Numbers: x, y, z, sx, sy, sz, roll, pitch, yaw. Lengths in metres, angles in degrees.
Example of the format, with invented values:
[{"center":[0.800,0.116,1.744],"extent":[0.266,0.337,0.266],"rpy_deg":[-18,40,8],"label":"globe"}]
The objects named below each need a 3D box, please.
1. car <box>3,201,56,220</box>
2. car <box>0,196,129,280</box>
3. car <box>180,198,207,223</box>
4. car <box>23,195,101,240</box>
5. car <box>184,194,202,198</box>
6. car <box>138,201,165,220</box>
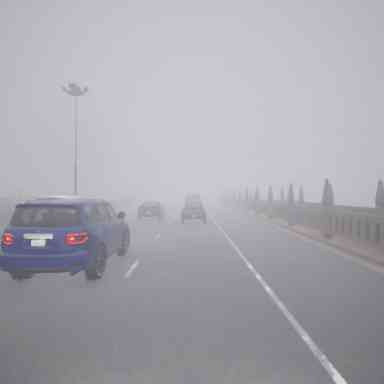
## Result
[{"center":[-14.063,1.551,29.260],"extent":[2.033,1.411,5.357],"rpy_deg":[0,0,0],"label":"car"},{"center":[-3.394,1.216,10.016],"extent":[2.150,2.045,5.566],"rpy_deg":[0,0,0],"label":"car"},{"center":[0.115,1.489,25.457],"extent":[2.128,1.511,4.902],"rpy_deg":[0,0,0],"label":"car"},{"center":[-6.890,1.216,18.448],"extent":[2.150,2.045,5.566],"rpy_deg":[0,0,0],"label":"car"},{"center":[0.125,1.246,42.751],"extent":[2.150,2.045,5.566],"rpy_deg":[0,-1,0],"label":"car"},{"center":[-3.384,1.481,28.500],"extent":[1.882,1.535,5.008],"rpy_deg":[0,0,0],"label":"car"}]
